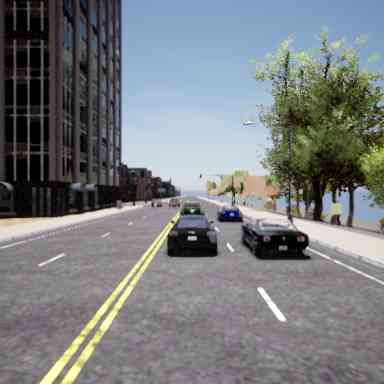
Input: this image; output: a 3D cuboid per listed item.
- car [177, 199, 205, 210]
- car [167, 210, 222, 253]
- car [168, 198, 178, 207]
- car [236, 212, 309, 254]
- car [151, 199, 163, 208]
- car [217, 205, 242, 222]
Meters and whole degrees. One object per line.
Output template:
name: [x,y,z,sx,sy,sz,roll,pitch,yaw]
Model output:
car: [0.027,1.620,29.066,2.097,1.767,4.553,0,-1,0]
car: [0.019,1.698,14.302,1.994,1.385,4.181,0,0,0]
car: [-3.203,1.922,61.635,2.097,1.767,4.553,0,0,0]
car: [3.264,1.732,14.094,1.895,1.301,4.718,0,0,0]
car: [-6.455,2.064,61.410,2.128,1.511,4.902,0,-1,0]
car: [3.279,1.836,29.283,1.994,1.385,4.181,0,0,0]
